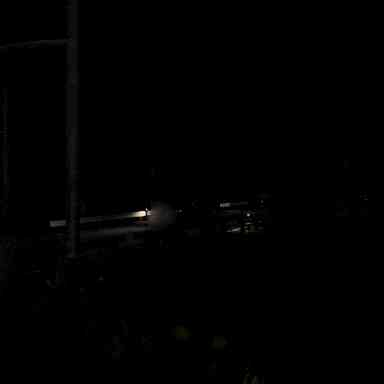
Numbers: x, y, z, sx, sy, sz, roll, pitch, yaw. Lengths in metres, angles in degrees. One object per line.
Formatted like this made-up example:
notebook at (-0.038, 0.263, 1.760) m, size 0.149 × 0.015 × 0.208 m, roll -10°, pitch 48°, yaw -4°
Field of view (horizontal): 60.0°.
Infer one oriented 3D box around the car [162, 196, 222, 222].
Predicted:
car at (0.074, 1.091, 22.957) m, size 2.128 × 1.511 × 4.902 m, roll 0°, pitch 3°, yaw 41°

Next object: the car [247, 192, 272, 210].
car at (6.951, 0.779, 30.655) m, size 1.882 × 1.535 × 5.008 m, roll 0°, pitch 1°, yaw 42°
